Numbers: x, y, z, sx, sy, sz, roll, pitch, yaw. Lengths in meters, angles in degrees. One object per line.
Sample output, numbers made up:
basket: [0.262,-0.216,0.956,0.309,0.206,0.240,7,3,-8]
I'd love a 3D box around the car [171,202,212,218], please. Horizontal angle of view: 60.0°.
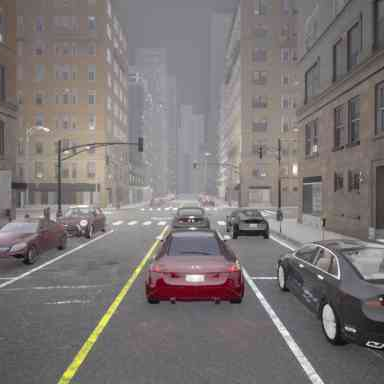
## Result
car: [-0.046,1.506,17.081,1.837,1.490,4.892,0,0,0]

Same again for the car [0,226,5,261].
car: [-5.697,1.566,6.128,1.947,1.339,4.313,0,0,0]

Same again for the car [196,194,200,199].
car: [2.555,1.524,75.898,1.967,1.590,4.097,0,0,0]

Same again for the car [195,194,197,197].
car: [2.520,1.561,86.716,1.967,1.590,4.097,0,0,0]

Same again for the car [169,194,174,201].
car: [-5.986,1.626,81.106,1.752,1.417,4.829,0,0,0]

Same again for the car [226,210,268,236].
car: [2.774,1.567,17.173,1.947,1.339,4.313,0,0,0]

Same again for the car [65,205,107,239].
car: [-5.752,1.441,17.131,1.967,1.590,4.097,0,0,0]

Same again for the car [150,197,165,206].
car: [-5.901,1.618,54.233,1.802,1.307,4.206,0,0,0]

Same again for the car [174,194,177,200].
car: [-6.022,1.457,92.093,2.192,1.841,5.009,0,0,0]

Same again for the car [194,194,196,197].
car: [2.502,1.457,92.126,2.192,1.841,5.009,0,0,0]

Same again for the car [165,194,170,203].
car: [-5.935,1.607,65.050,2.008,1.369,4.403,0,0,0]

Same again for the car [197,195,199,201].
car: [2.590,1.607,65.080,2.008,1.369,4.403,0,0,0]

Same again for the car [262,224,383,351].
car: [2.828,1.551,6.170,2.008,1.369,4.403,0,0,0]

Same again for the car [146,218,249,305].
car: [0.042,1.564,8.168,1.994,1.385,4.181,0,0,-1]

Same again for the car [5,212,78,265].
car: [-5.724,1.582,11.629,1.802,1.307,4.206,0,0,0]

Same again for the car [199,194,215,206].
car: [2.623,1.476,54.263,1.967,1.590,4.097,0,0,0]
